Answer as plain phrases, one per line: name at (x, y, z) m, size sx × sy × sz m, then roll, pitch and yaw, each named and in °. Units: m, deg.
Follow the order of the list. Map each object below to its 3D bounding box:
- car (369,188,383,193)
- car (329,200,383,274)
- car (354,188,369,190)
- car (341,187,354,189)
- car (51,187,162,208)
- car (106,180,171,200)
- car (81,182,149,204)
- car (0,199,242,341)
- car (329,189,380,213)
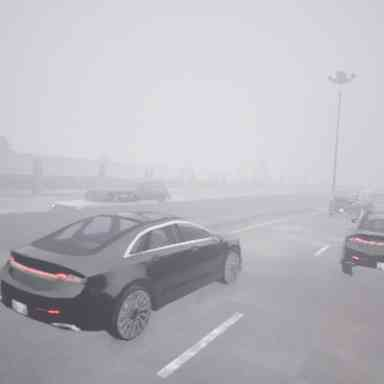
car at (26.726, 0.299, 45.419) m, size 4.892 × 1.490 × 1.837 m, roll 1°, pitch 3°, yaw -33°
car at (5.230, 1.243, 8.725) m, size 2.128 × 1.511 × 4.902 m, roll 5°, pitch 4°, yaw 33°
car at (26.802, 0.113, 49.612) m, size 4.674 × 1.442 × 1.812 m, roll 1°, pitch 3°, yaw -31°
car at (24.623, -0.104, 52.463) m, size 5.357 × 1.411 × 2.033 m, roll 1°, pitch 3°, yaw -32°
car at (-3.693, 0.623, 14.522) m, size 1.895 × 1.301 × 4.718 m, roll 5°, pitch 4°, yaw 34°
car at (-3.386, 0.042, 21.035) m, size 2.097 × 1.767 × 4.553 m, roll 5°, pitch 4°, yaw 36°
car at (-5.480, 0.025, 24.216) m, size 1.895 × 1.301 × 4.718 m, roll 5°, pitch 4°, yaw 36°
car at (-0.722, 1.110, 5.982) m, size 2.128 × 1.511 × 4.902 m, roll 5°, pitch 4°, yaw 33°
car at (10.406, 0.806, 21.559) m, size 1.837 × 1.490 × 4.892 m, roll 5°, pitch 4°, yaw 40°
